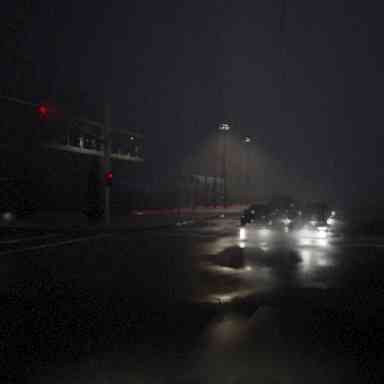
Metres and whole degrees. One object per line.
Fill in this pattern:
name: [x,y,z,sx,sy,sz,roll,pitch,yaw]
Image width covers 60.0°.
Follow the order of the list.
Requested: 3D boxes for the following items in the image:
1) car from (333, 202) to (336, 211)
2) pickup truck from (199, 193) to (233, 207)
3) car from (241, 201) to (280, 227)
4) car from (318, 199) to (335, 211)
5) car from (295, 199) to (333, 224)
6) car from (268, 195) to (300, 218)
car: [13.328,1.721,34.017,1.895,1.301,4.718,0,0,25]
pickup truck: [3.623,1.271,52.681,6.274,2.098,2.390,0,0,-35]
car: [4.844,1.617,23.791,1.812,1.442,4.674,0,0,23]
car: [17.571,1.677,43.381,1.812,1.442,4.674,0,0,24]
car: [9.464,1.582,25.502,2.128,1.511,4.902,0,0,24]
car: [8.855,1.343,32.633,2.150,2.045,5.566,0,0,24]
